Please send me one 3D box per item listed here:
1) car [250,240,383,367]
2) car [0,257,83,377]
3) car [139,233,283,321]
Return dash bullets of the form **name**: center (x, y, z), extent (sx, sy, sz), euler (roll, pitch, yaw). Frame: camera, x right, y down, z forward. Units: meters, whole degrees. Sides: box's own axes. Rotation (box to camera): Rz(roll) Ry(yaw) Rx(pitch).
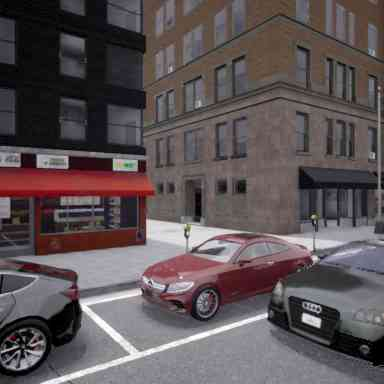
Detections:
- **car**: center (3.250, 1.564, 5.690), extent (4.181, 1.385, 1.994), euler (0, 0, -35)
- **car**: center (-3.550, 1.566, 4.003), extent (4.313, 1.339, 1.947), euler (0, 0, -35)
- **car**: center (0.931, 1.582, 7.195), extent (4.206, 1.307, 1.802), euler (0, 0, -35)
